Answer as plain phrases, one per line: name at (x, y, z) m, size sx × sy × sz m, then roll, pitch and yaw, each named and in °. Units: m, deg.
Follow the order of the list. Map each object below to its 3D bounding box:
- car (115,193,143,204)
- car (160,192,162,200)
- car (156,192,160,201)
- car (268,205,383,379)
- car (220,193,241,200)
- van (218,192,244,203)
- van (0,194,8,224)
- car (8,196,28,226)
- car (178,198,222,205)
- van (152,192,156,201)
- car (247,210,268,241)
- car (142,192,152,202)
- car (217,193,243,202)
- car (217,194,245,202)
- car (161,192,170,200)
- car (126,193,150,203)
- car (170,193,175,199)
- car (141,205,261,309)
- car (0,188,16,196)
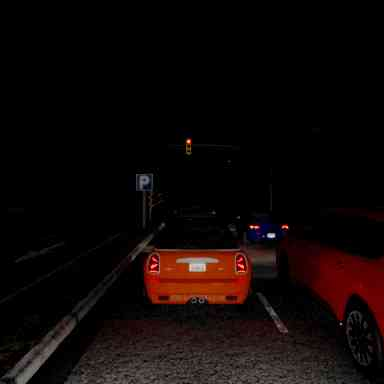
car at (-11.569, 1.352, 60.294) m, size 4.792 × 1.488 × 2.163 m, roll -1°, pitch 0°, yaw -15°
car at (-9.796, 1.352, 75.248) m, size 4.674 × 1.452 × 2.002 m, roll -1°, pitch 0°, yaw -13°
car at (-10.162, 1.314, 72.252) m, size 4.892 × 1.521 × 2.231 m, roll -1°, pitch 0°, yaw -14°
car at (3.099, 1.229, 5.660) m, size 2.150 × 2.045 × 5.566 m, roll 0°, pitch 0°, yaw -1°
car at (9.291, 1.121, 80.602) m, size 4.553 × 1.767 × 2.185 m, roll 1°, pitch 0°, yaw -12°
van at (7.153, 1.036, 62.928) m, size 4.442 × 1.987 × 1.878 m, roll 1°, pitch 0°, yaw -14°
van at (-13.641, 1.294, 19.506) m, size 4.442 × 1.987 × 1.878 m, roll -1°, pitch 0°, yaw -20°
car at (-13.672, 1.400, 22.483) m, size 4.553 × 1.767 × 2.185 m, roll -1°, pitch 0°, yaw -19°
car at (0.141, 1.376, 16.696) m, size 2.097 × 1.767 × 4.553 m, roll 0°, pitch 0°, yaw 0°
van at (-10.384, 1.086, 69.281) m, size 4.442 × 1.987 × 1.878 m, roll -1°, pitch 0°, yaw -14°
car at (3.131, 1.547, 15.354) m, size 1.812 × 1.442 × 4.674 m, roll 0°, pitch 0°, yaw 0°
car at (-10.930, 1.309, 63.287) m, size 5.366 × 1.575 × 1.946 m, roll -1°, pitch 0°, yaw -15°
car at (7.530, 1.135, 65.898) m, size 4.553 × 1.767 × 2.185 m, roll 1°, pitch 0°, yaw -14°
car at (8.060, 1.257, 68.893) m, size 5.366 × 1.575 × 1.946 m, roll 1°, pitch 0°, yaw -13°
car at (-8.628, 1.349, 84.234) m, size 4.674 × 1.452 × 2.002 m, roll -1°, pitch 0°, yaw -12°
car at (-10.843, 1.189, 66.240) m, size 4.553 × 1.767 × 2.185 m, roll -1°, pitch 0°, yaw -14°
car at (-8.184, 1.056, 87.242) m, size 5.566 × 2.045 × 2.435 m, roll -1°, pitch 0°, yaw -12°
car at (0.101, 1.363, 8.049) m, size 2.097 × 1.767 × 4.553 m, roll 0°, pitch 0°, yaw 0°
car at (-28.270, 0.131, 51.127) m, size 2.002 × 1.452 × 4.674 m, roll 6°, pitch -3°, yaw -20°
